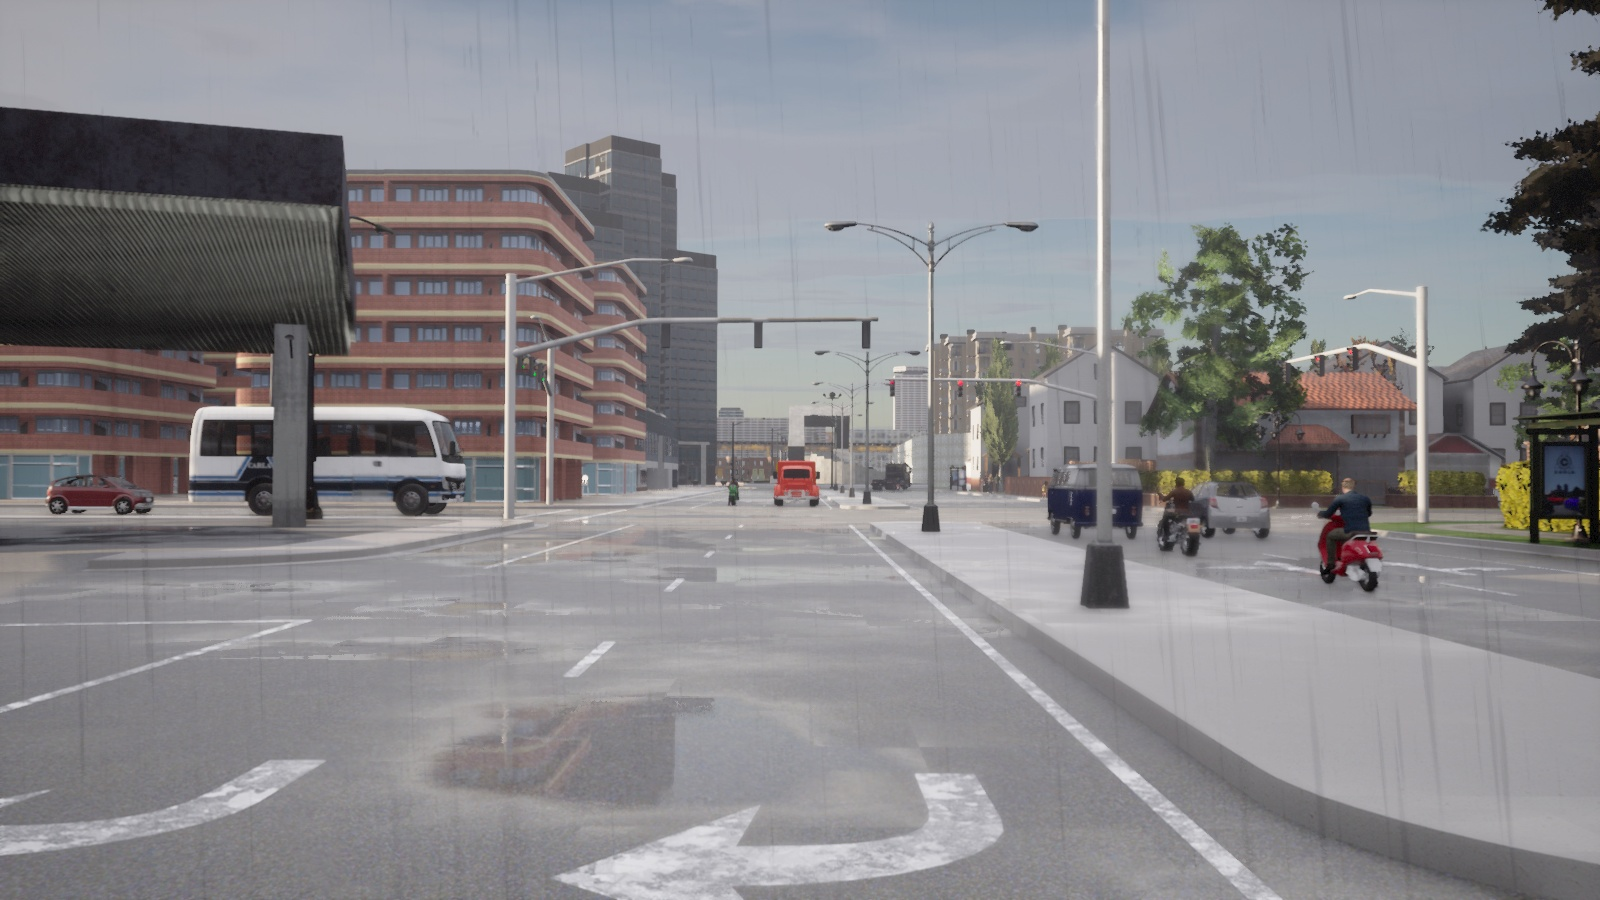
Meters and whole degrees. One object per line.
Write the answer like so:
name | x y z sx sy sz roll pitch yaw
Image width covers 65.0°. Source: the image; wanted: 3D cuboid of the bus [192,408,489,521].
bus | -17.902 0.585 49.571 10.273 4.253 3.944 0 -1 -1

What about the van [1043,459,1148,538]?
van | 7.914 1.277 34.070 1.775 1.987 4.442 0 -1 0

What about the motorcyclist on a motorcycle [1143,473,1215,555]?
motorcyclist on a motorcycle | 7.933 1.309 26.398 0.766 1.649 2.350 0 -1 0

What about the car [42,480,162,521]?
car | -27.393 1.972 49.363 3.705 1.549 1.789 0 -1 -1

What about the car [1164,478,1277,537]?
car | 11.414 1.529 34.293 1.845 1.501 3.633 0 -1 0

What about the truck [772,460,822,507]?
truck | -0.176 1.830 69.384 2.627 2.467 5.204 0 -1 0

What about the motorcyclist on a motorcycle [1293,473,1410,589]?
motorcyclist on a motorcycle | 7.954 1.136 18.212 0.866 1.590 1.817 0 -1 0
